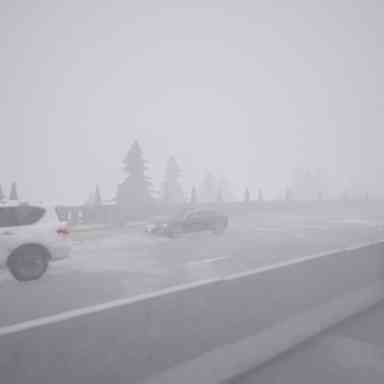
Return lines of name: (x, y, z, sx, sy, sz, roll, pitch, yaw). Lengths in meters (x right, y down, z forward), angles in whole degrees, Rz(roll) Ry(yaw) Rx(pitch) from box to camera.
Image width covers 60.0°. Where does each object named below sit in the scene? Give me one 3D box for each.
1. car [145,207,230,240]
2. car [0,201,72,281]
car: (-0.145, 1.548, 17.498, 4.902, 1.511, 2.128, 0, 0, -40)
car: (-5.975, 1.265, 8.420, 5.566, 2.045, 2.150, 0, 0, -36)
